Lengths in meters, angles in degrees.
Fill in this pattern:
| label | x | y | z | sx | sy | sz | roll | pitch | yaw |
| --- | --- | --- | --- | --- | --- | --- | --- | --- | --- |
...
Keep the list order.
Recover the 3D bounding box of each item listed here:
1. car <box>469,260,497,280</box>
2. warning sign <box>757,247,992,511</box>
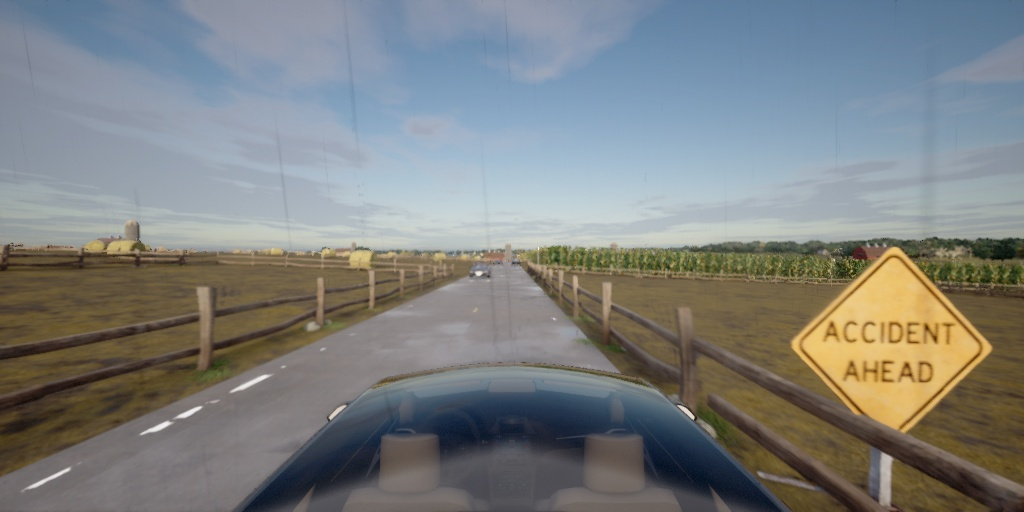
| label | x | y | z | sx | sy | sz | roll | pitch | yaw |
| --- | --- | --- | --- | --- | --- | --- | --- | --- | --- |
| car | -2.859 | 1.357 | 33.354 | 2.128 | 1.511 | 4.902 | 0 | 0 | 0 |
| warning sign | 2.449 | 0.868 | 2.397 | 1.300 | 1.860 | 1.060 | 0 | 0 | 0 |
